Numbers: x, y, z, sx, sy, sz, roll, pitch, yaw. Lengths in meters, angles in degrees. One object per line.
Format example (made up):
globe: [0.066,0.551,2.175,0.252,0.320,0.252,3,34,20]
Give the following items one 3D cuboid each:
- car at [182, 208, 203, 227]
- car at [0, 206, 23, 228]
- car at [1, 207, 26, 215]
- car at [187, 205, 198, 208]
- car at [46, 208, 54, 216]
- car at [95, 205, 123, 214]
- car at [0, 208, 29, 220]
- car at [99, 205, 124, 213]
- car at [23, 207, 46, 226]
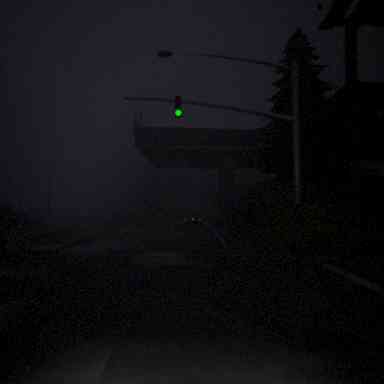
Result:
car: [0.076,2.498,31.429,2.033,1.411,5.357,-1,-2,0]
car: [-16.795,2.081,27.815,3.866,1.878,1.905,-1,-2,-1]
car: [-35.132,3.662,65.400,3.806,1.475,1.970,-1,-2,-1]
car: [0.074,3.195,61.871,2.097,1.767,4.553,-1,-2,0]
car: [-24.067,3.144,53.486,3.633,1.501,1.845,-1,-2,-1]
car: [-16.467,3.431,65.376,5.027,1.636,2.152,-1,-2,-1]
car: [-24.047,2.830,43.498,4.514,1.523,2.007,-1,-2,-1]
car: [-16.539,3.533,68.511,4.514,1.523,2.007,-1,-2,-1]
car: [-16.201,2.457,31.133,3.806,1.475,1.970,-1,-2,-1]
